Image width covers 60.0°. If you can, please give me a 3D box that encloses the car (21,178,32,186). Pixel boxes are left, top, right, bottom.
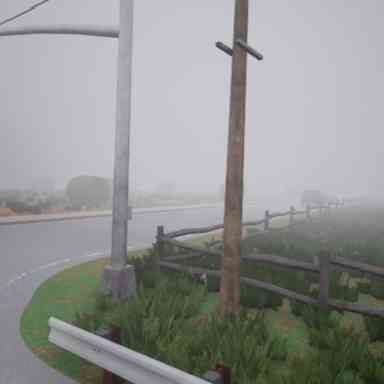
[{"bbox_3d":[-39.175,-2.287,79.237,1.905,1.878,3.866,8,2,-13],"label":"car"}]

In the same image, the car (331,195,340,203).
[{"bbox_3d":[21.166,1.135,50.726,1.994,1.385,4.181,3,2,33],"label":"car"}]

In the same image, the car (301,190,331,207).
[{"bbox_3d":[15.413,0.814,41.829,2.150,2.045,5.566,3,2,34],"label":"car"}]
